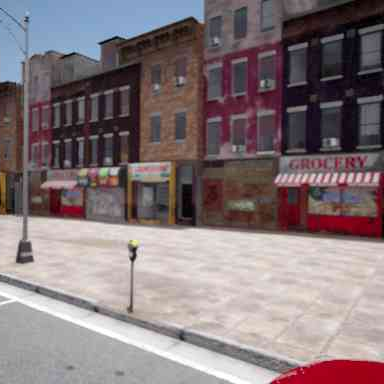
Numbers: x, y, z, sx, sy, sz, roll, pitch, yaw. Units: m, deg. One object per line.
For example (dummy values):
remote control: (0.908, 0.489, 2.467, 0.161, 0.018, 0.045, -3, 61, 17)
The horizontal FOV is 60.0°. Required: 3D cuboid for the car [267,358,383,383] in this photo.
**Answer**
car: (2.271, 1.546, 1.172, 4.507, 1.381, 1.887, 0, 1, 36)
